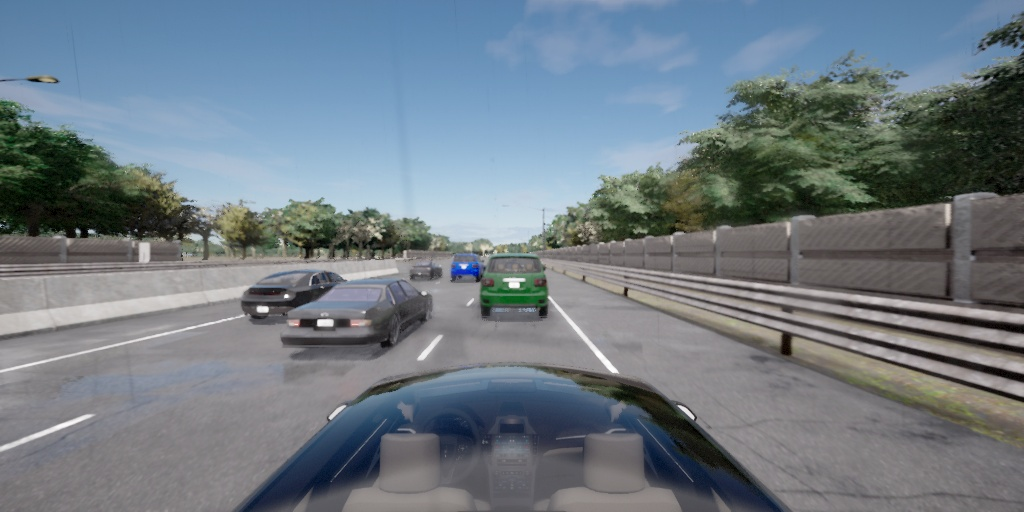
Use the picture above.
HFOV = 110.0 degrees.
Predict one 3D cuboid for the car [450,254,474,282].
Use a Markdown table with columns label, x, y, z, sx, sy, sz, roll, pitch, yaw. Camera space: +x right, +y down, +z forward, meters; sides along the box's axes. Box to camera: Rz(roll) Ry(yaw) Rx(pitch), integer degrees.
| label | x | y | z | sx | sy | sz | roll | pitch | yaw |
| --- | --- | --- | --- | --- | --- | --- | --- | --- | --- |
| car | -3.421 | 0.876 | 28.231 | 2.150 | 2.045 | 5.566 | 0 | 0 | 0 |

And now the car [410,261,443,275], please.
| label | x | y | z | sx | sy | sz | roll | pitch | yaw |
| --- | --- | --- | --- | --- | --- | --- | --- | --- | --- |
| car | -6.922 | 1.142 | 29.297 | 2.128 | 1.511 | 4.902 | 0 | 0 | 0 |

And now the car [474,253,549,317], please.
| label | x | y | z | sx | sy | sz | roll | pitch | yaw |
| --- | --- | --- | --- | --- | --- | --- | --- | --- | --- |
| car | 0.091 | 0.928 | 13.071 | 2.150 | 2.045 | 5.566 | 0 | 0 | 1 |

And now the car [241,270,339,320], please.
| label | x | y | z | sx | sy | sz | roll | pitch | yaw |
| --- | --- | --- | --- | --- | --- | --- | --- | --- | --- |
| car | -6.916 | 1.214 | 12.371 | 1.837 | 1.490 | 4.892 | 0 | 1 | 0 |

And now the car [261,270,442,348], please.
| label | x | y | z | sx | sy | sz | roll | pitch | yaw |
| --- | --- | --- | --- | --- | --- | --- | --- | --- | --- |
| car | -3.420 | 1.267 | 9.094 | 2.033 | 1.411 | 5.357 | 0 | 0 | 0 |
